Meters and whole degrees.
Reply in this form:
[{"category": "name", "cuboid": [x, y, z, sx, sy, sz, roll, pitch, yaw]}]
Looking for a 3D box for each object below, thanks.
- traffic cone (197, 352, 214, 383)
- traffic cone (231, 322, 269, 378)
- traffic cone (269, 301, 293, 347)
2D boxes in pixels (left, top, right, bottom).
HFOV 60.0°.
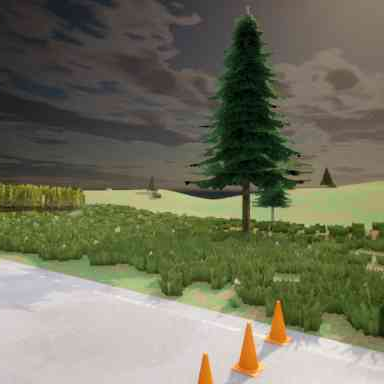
[{"category": "traffic cone", "cuboid": [0.140, 1.955, 3.434, 0.340, 0.580, 0.340, 0, 0, 36]}, {"category": "traffic cone", "cuboid": [0.725, 1.955, 4.246, 0.340, 0.580, 0.340, 0, 0, 36]}, {"category": "traffic cone", "cuboid": [1.310, 1.955, 5.057, 0.340, 0.580, 0.340, 0, 0, 36]}]
